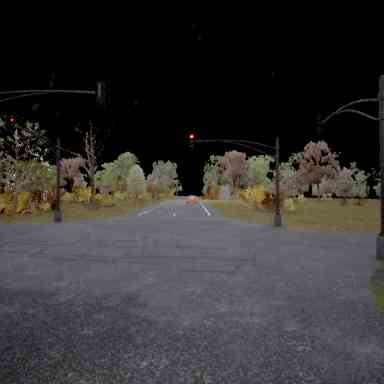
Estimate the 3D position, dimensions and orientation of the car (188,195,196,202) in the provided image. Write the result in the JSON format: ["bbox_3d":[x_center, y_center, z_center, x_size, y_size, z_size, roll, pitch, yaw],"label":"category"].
[{"bbox_3d":[0.022,1.447,78.014,1.812,1.442,4.674,0,0,0],"label":"car"}]

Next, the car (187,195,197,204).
[{"bbox_3d":[0.020,1.422,67.978,2.097,1.767,4.553,0,0,0],"label":"car"}]
